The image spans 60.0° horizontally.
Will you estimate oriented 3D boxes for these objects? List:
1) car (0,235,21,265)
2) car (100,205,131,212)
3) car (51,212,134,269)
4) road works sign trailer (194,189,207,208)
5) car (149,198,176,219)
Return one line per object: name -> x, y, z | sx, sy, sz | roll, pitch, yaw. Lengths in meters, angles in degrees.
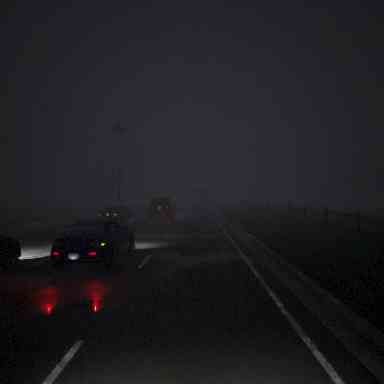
car -> -6.778, 1.659, 9.548 | 1.994, 1.385, 4.181 | 0, -1, 1
car -> -6.452, 1.835, 28.151 | 2.033, 1.411, 5.357 | 0, -1, 1
car -> -3.260, 1.644, 11.547 | 1.812, 1.442, 4.674 | 0, -1, 1
road works sign trailer -> 1.560, 1.101, 61.564 | 2.380, 3.560, 2.880 | 0, -1, 7
car -> -2.866, 1.558, 32.746 | 2.150, 2.045, 5.566 | 0, -1, 1
